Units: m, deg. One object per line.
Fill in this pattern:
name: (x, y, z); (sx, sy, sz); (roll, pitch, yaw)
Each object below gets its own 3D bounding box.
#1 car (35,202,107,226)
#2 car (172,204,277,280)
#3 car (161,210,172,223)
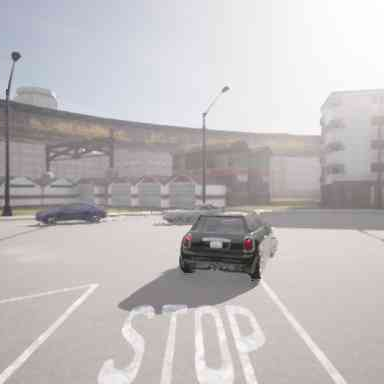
car: (-8.220, 1.435, 22.872); (4.674, 1.442, 1.812); (0, 0, -32)
car: (1.290, 1.311, 10.181); (2.097, 1.767, 4.553); (0, 0, 19)
car: (0.255, 1.508, 23.252); (4.718, 1.301, 1.895); (0, 0, -21)
